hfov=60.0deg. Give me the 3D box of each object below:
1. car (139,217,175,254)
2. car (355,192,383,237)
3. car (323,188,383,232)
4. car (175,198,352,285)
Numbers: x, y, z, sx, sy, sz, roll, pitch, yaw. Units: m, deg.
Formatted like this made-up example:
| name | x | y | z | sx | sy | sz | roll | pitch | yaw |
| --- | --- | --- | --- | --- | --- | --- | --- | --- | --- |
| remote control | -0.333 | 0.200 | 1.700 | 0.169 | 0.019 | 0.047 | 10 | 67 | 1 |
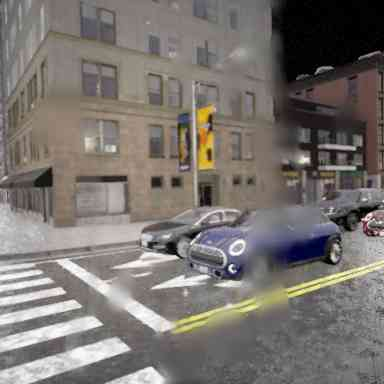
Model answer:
| name | x | y | z | sx | sy | sz | roll | pitch | yaw |
| --- | --- | --- | --- | --- | --- | --- | --- | --- | --- |
| car | 0.480 | 1.315 | 12.001 | 4.902 | 1.511 | 2.128 | -2 | 1 | -35 |
| car | 9.366 | 1.011 | 14.347 | 4.553 | 1.767 | 2.097 | -1 | 1 | -36 |
| car | 8.500 | 0.840 | 17.715 | 5.566 | 2.045 | 2.150 | -1 | 1 | -36 |
| car | 2.094 | 1.197 | 9.158 | 4.553 | 1.767 | 2.097 | -1 | 1 | -35 |
